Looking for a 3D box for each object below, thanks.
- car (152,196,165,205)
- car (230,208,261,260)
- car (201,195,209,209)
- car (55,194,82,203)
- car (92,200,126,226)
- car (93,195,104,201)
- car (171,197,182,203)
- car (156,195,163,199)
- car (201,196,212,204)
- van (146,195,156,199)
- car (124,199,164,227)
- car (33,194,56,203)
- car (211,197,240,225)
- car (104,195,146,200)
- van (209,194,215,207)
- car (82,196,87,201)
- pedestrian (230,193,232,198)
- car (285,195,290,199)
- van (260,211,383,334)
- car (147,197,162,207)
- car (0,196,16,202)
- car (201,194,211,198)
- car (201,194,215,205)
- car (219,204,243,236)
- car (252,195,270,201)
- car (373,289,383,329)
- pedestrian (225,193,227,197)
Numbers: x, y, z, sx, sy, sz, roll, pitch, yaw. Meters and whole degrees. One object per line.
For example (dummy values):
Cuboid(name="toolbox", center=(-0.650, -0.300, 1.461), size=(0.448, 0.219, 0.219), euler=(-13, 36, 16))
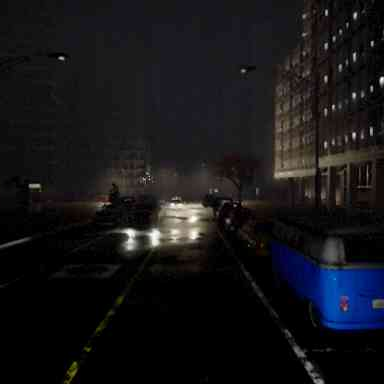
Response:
Cuboid(name="car", center=(-5.704, 1.481, 56.994), size=(1.752, 1.417, 4.829), euler=(-1, 0, 0))
Cuboid(name="car", center=(2.677, 1.517, 12.330), size=(1.752, 1.417, 4.829), euler=(-1, 0, 0))
Cuboid(name="car", center=(2.677, 1.510, 45.913), size=(1.887, 1.381, 4.507), euler=(-1, 0, 0))
Cuboid(name="car", center=(-27.491, 1.741, 74.035), size=(4.313, 1.339, 1.947), euler=(0, 1, -5))
Cuboid(name="car", center=(-5.703, 1.534, 23.411), size=(2.008, 1.369, 4.403), euler=(-1, 0, 0))
Cuboid(name="car", center=(-22.574, 1.404, 82.913), size=(4.097, 1.590, 1.967), euler=(0, 1, -5))
Cuboid(name="car", center=(-3.015, 1.577, 64.590), size=(1.895, 1.301, 4.718), euler=(0, 0, 0))
Cuboid(name="car", center=(-5.708, 1.281, 45.913), size=(2.192, 1.841, 5.009), euler=(-1, 0, 0))
Cuboid(name="car", center=(2.678, 1.532, 62.790), size=(1.802, 1.307, 4.206), euler=(-1, 0, 0))
Cuboid(name="van", center=(-5.708, 1.311, 40.287), size=(1.690, 1.788, 3.998), euler=(-1, 0, 0))
Cuboid(name="car", center=(-3.098, 1.461, 22.981), size=(1.882, 1.535, 5.008), euler=(0, 0, 0))
Cuboid(name="car", center=(-33.108, 1.648, 73.513), size=(4.097, 1.590, 1.967), euler=(0, 1, -5))
Cuboid(name="car", center=(2.675, 1.423, 23.412), size=(1.967, 1.590, 4.097), euler=(-1, 0, 0))
Cuboid(name="car", center=(-5.708, 1.294, 29.036), size=(2.192, 1.841, 5.009), euler=(-1, 0, 0))
Cuboid(name="van", center=(2.673, 1.320, 29.037), size=(1.690, 1.788, 3.998), euler=(-1, 0, 0))
Cuboid(name="car", center=(-28.199, 1.579, 82.394), size=(4.206, 1.307, 1.802), euler=(0, 1, -5))
Cuboid(name="pedestrian", center=(8.135, 1.120, 69.937), size=(0.375, 1.860, 0.375), euler=(-1, 1, 0))
Cuboid(name="car", center=(26.438, 1.241, 87.433), size=(4.313, 1.339, 1.947), euler=(0, 1, -5))
Cuboid(name="van", center=(2.673, 1.337, 6.535), size=(1.690, 1.788, 3.998), euler=(-1, 0, 0))
Cuboid(name="car", center=(-5.703, 1.543, 51.539), size=(1.802, 1.307, 4.206), euler=(-1, 0, 0))
Cuboid(name="car", center=(-45.076, 1.660, 80.831), size=(4.313, 1.339, 1.947), euler=(0, 1, -5))
Cuboid(name="car", center=(2.672, 1.276, 51.539), size=(2.192, 1.841, 5.009), euler=(-1, 0, 0))
Cuboid(name="car", center=(2.672, 1.271, 57.164), size=(2.192, 1.841, 5.009), euler=(-1, 0, 0))
Cuboid(name="car", center=(2.678, 1.569, 17.786), size=(1.802, 1.307, 4.206), euler=(-1, 0, 0))
Cuboid(name="car", center=(16.127, 1.484, 78.066), size=(4.313, 1.339, 1.947), euler=(0, 1, -5))
Cuboid(name="car", center=(2.678, 1.565, 0.910), size=(1.947, 1.339, 4.313), euler=(-1, 0, 0))
Cuboid(name="pedestrian", center=(7.135, 1.097, 69.337), size=(0.375, 1.860, 0.375), euler=(-1, 1, 0))
